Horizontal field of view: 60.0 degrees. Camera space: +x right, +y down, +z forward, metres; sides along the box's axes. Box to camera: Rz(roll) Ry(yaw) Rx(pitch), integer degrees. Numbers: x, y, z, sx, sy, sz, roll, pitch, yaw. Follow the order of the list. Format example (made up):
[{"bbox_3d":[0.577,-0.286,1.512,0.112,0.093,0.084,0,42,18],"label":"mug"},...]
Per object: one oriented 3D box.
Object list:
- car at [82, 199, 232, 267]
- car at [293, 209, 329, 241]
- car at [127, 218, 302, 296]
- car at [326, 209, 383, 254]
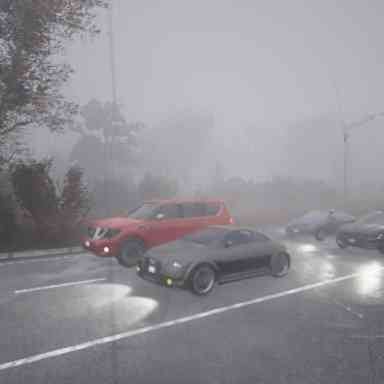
[{"bbox_3d":[-0.971,1.264,11.895,5.566,2.045,2.150,1,0,-35],"label":"car"},{"bbox_3d":[6.963,1.635,17.537,4.674,1.442,1.812,0,0,-35],"label":"car"},{"bbox_3d":[0.703,1.603,8.793,4.181,1.385,1.994,0,0,-36],"label":"car"},{"bbox_3d":[8.073,1.579,14.033,5.008,1.535,1.882,0,0,-36],"label":"car"}]
